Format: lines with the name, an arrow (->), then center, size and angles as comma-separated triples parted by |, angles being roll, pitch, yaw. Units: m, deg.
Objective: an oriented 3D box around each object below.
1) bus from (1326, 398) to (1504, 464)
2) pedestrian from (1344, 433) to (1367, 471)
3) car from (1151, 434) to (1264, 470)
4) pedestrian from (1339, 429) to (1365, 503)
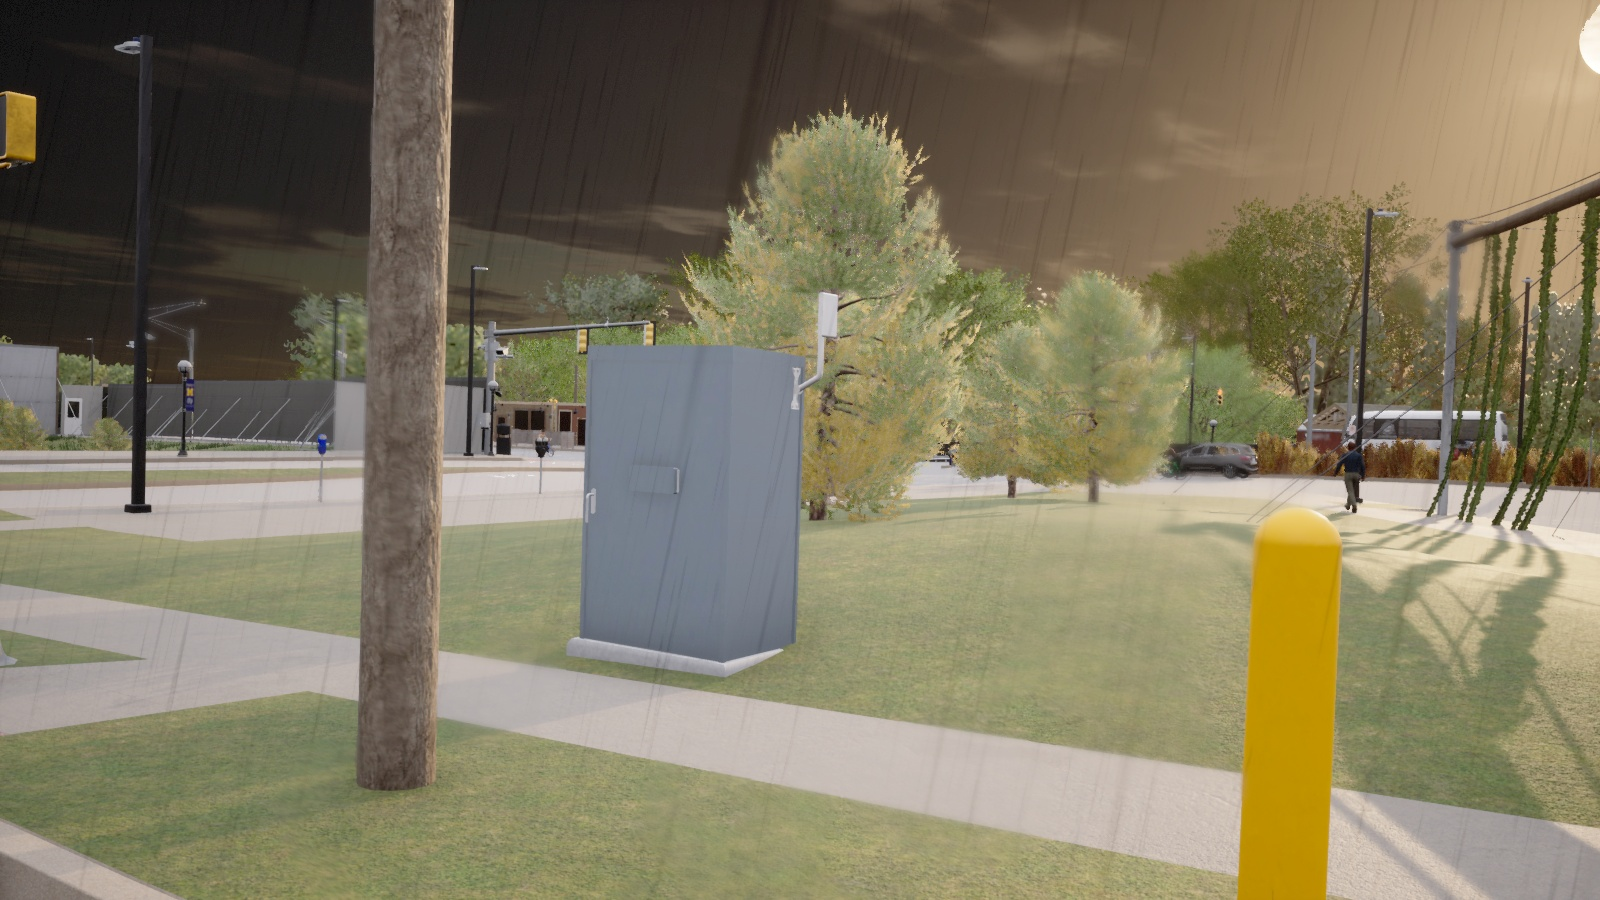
bus -> 41.685, -1.296, 85.325 | 10.273, 4.253, 3.944 | 1, 1, 36
pedestrian -> 27.437, 0.088, 61.977 | 0.849, 1.883, 0.563 | 3, 2, 43
car -> 19.299, 0.091, 59.531 | 4.611, 1.667, 2.242 | 0, 1, 34
pedestrian -> 13.914, 0.383, 31.650 | 0.370, 1.835, 0.726 | 1, 2, 8
